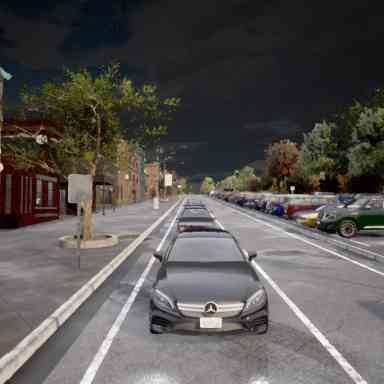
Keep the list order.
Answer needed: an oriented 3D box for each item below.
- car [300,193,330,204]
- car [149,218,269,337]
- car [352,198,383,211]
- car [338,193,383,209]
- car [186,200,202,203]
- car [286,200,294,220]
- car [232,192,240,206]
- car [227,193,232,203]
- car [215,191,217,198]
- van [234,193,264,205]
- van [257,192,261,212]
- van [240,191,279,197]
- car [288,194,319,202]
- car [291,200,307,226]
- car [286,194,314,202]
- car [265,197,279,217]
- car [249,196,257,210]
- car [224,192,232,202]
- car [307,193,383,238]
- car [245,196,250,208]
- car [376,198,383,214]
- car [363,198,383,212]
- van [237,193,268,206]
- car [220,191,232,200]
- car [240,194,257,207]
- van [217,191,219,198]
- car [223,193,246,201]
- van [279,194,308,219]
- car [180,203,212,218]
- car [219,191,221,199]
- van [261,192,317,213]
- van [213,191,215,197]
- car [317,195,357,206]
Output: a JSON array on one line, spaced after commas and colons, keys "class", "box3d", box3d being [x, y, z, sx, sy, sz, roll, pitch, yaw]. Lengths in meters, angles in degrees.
[{"class": "car", "box3d": [22.089, 1.136, 59.678, 4.553, 1.767, 2.185, 0, 1, 0]}, {"class": "car", "box3d": [0.253, 1.524, 6.868, 1.812, 1.442, 4.674, 0, 0, 0]}, {"class": "car", "box3d": [22.225, 1.452, 40.248, 4.792, 1.488, 2.163, 0, 0, 0]}, {"class": "car", "box3d": [22.148, 1.153, 43.021, 5.566, 2.045, 2.435, 0, 0, 0]}, {"class": "car", "box3d": [0.220, 1.442, 29.912, 2.128, 1.511, 4.902, 0, 0, 0]}, {"class": "car", "box3d": [9.243, 1.506, 22.681, 4.674, 1.452, 2.002, 0, 0, 0]}, {"class": "car", "box3d": [9.034, 1.113, 47.916, 5.566, 2.045, 2.435, 0, 1, 0]}, {"class": "car", "box3d": [8.996, 1.290, 56.328, 4.892, 1.521, 2.231, 0, 1, 0]}, {"class": "car", "box3d": [8.818, 1.065, 81.556, 5.008, 1.535, 2.097, 0, 1, 0]}, {"class": "van", "box3d": [9.139, 1.089, 53.524, 4.442, 1.987, 1.878, 0, 1, 0]}, {"class": "van", "box3d": [9.277, 1.222, 33.896, 4.442, 1.987, 1.878, 0, 0, 0]}, {"class": "van", "box3d": [9.198, 1.163, 45.116, 4.442, 1.987, 1.878, 0, 0, 0]}, {"class": "car", "box3d": [21.834, 1.209, 65.227, 5.366, 1.575, 1.946, 0, 0, 0]}, {"class": "car", "box3d": [9.075, 1.466, 19.876, 5.366, 1.575, 1.946, 0, 0, 0]}, {"class": "car", "box3d": [22.005, 1.188, 68.005, 4.892, 1.521, 2.231, 0, 1, 0]}, {"class": "car", "box3d": [9.195, 1.460, 28.287, 5.008, 1.535, 2.097, 0, 0, 0]}, {"class": "car", "box3d": [9.170, 1.470, 36.699, 4.792, 1.488, 2.163, 0, 0, 0]}, {"class": "car", "box3d": [8.960, 1.279, 61.935, 4.674, 1.452, 2.002, 0, 1, 0]}, {"class": "car", "box3d": [9.252, 1.221, 17.074, 5.566, 2.045, 2.435, 0, 0, 0]}, {"class": "car", "box3d": [9.119, 1.466, 39.507, 4.674, 1.452, 2.002, 0, 0, 0]}, {"class": "car", "box3d": [22.420, 1.444, 34.694, 5.366, 1.575, 1.946, 0, 0, 0]}, {"class": "car", "box3d": [22.186, 1.469, 37.465, 4.792, 1.488, 2.163, 0, 0, 0]}, {"class": "van", "box3d": [9.158, 1.114, 50.721, 4.442, 1.987, 1.878, 0, 1, 0]}, {"class": "car", "box3d": [8.914, 0.963, 64.735, 5.566, 2.045, 2.435, 0, 1, 0]}, {"class": "car", "box3d": [9.108, 1.409, 42.310, 4.892, 1.521, 2.231, 0, 0, 0]}, {"class": "van", "box3d": [8.727, 0.864, 78.750, 4.442, 1.987, 1.878, 0, 1, 0]}, {"class": "car", "box3d": [8.872, 1.039, 70.342, 4.553, 1.767, 2.185, 0, 1, 0]}, {"class": "van", "box3d": [9.337, 1.237, 25.484, 4.442, 1.987, 1.878, 0, 0, 0]}, {"class": "car", "box3d": [0.193, 1.532, 17.447, 2.033, 1.411, 5.357, 0, 0, 0]}, {"class": "car", "box3d": [8.894, 0.938, 67.538, 5.566, 2.045, 2.435, 0, 1, 0]}, {"class": "van", "box3d": [9.064, 1.230, 31.093, 4.442, 1.987, 1.878, 0, 0, 0]}, {"class": "van", "box3d": [8.647, 0.764, 89.963, 4.442, 1.987, 1.878, 0, 1, 0]}, {"class": "car", "box3d": [22.303, 1.332, 51.351, 5.366, 1.575, 1.946, 0, 1, 0]}]
